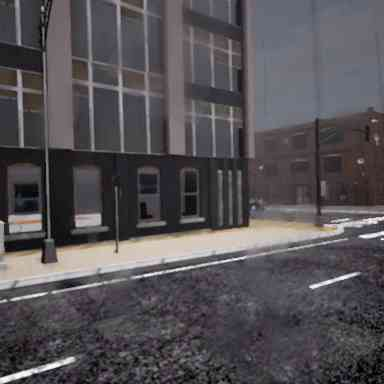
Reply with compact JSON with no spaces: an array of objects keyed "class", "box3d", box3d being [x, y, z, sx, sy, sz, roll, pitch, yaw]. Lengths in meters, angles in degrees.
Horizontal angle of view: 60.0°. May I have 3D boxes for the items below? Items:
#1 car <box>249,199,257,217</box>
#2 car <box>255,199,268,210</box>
[{"class":"car","box3d":[3.295,1.615,29.729,1.947,1.339,4.313,-3,1,-37]},{"class":"car","box3d":[6.909,1.463,39.326,2.008,1.369,4.403,-3,1,-37]}]
